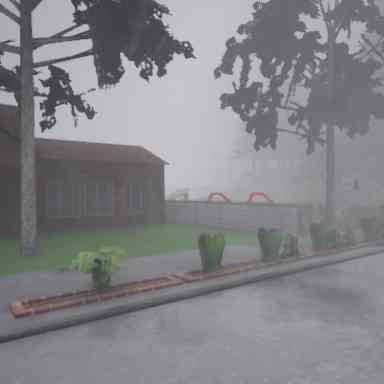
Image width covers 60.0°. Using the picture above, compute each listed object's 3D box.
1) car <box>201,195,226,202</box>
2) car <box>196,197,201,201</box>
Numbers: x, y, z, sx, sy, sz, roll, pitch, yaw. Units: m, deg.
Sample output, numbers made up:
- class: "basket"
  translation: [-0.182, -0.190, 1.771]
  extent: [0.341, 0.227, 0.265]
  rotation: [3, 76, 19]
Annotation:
- class: "car"
  translation: [3.646, 1.310, 45.914]
  extent: [1.994, 1.385, 4.181]
  rotation: [-1, 0, -35]
- class: "car"
  translation: [2.542, 1.258, 54.506]
  extent: [2.033, 1.411, 5.357]
  rotation: [-1, 0, -35]
